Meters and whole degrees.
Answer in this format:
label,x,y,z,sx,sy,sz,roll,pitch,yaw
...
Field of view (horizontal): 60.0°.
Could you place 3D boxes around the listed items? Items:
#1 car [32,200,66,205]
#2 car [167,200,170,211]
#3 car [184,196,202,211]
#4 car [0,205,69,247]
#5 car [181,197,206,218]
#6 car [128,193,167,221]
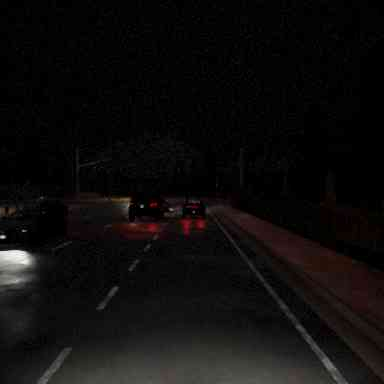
label,x,y,z,sx,sy,sz,roll,pitch,yaw
car,-10.514,1.342,23.940,2.128,1.511,4.902,0,0,1
car,-3.439,1.349,34.850,1.994,1.385,4.181,0,0,0
car,0.160,1.248,37.354,1.882,1.535,5.008,0,0,0
car,-7.009,1.474,14.342,1.994,1.385,4.181,0,0,1
car,0.148,1.320,27.854,2.128,1.511,4.902,0,0,0
car,-3.405,1.064,25.491,2.150,2.045,5.566,0,0,1
